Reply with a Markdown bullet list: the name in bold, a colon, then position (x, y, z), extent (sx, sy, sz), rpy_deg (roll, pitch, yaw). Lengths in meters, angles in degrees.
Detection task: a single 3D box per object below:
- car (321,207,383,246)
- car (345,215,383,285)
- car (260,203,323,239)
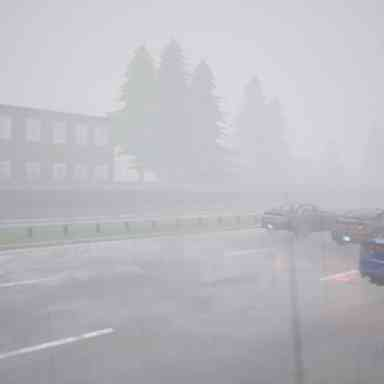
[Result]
- **car**: position (7.455, 1.361, 12.993), extent (4.892, 1.490, 1.837), rpy_deg (-1, 1, -33)
- **car**: position (6.031, 1.403, 7.868), extent (5.008, 1.535, 1.882), rpy_deg (0, 1, -33)
- **car**: position (5.443, 1.280, 15.858), extent (4.902, 1.511, 2.128), rpy_deg (0, 1, -33)
